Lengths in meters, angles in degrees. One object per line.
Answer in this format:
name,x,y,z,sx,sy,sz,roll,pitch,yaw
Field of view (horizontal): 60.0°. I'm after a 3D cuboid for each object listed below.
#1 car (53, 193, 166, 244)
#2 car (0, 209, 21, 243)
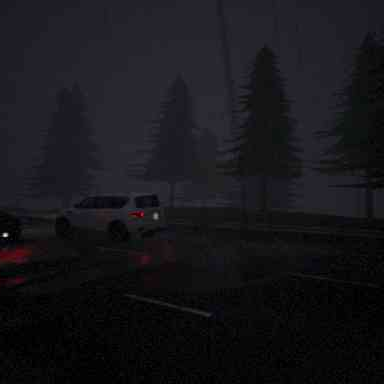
car,-3.816,1.062,15.130,5.566,2.045,2.150,0,0,31
car,-9.343,1.419,14.164,4.892,1.490,1.837,0,0,30
